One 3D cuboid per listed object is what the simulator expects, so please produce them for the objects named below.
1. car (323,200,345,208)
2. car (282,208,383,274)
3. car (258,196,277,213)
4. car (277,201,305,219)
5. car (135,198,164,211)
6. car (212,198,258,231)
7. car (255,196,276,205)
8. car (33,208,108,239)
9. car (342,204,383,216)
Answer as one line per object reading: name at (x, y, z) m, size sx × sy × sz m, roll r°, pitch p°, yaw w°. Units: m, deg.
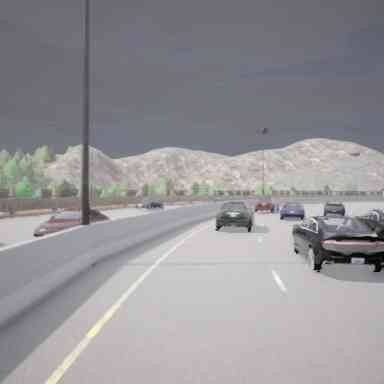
car at (13.867, 1.543, 32.430) m, size 2.128 × 1.511 × 4.902 m, roll 0°, pitch 0°, yaw 22°
car at (4.464, 1.508, 10.742) m, size 2.128 × 1.511 × 4.902 m, roll 0°, pitch 0°, yaw 7°
car at (8.633, 1.384, 37.869) m, size 2.097 × 1.767 × 4.553 m, roll 0°, pitch 0°, yaw 24°
car at (8.776, 1.597, 28.865) m, size 1.994 × 1.385 × 4.181 m, roll 0°, pitch 0°, yaw 19°
car at (-5.222, 1.474, 41.575) m, size 2.128 × 1.511 × 4.902 m, roll 0°, pitch 0°, yaw 24°
car at (2.815, 1.363, 20.901) m, size 2.097 × 1.767 × 4.553 m, roll 0°, pitch 0°, yaw 13°
car at (13.192, 1.561, 59.707) m, size 1.837 × 1.490 × 4.892 m, roll 0°, pitch 0°, yaw 37°
car at (-5.544, 1.505, 15.953) m, size 1.812 × 1.442 × 4.674 m, roll 0°, pitch 0°, yaw 10°
car at (8.674, 1.524, 14.974) m, size 2.128 × 1.511 × 4.902 m, roll 0°, pitch 0°, yaw 10°
